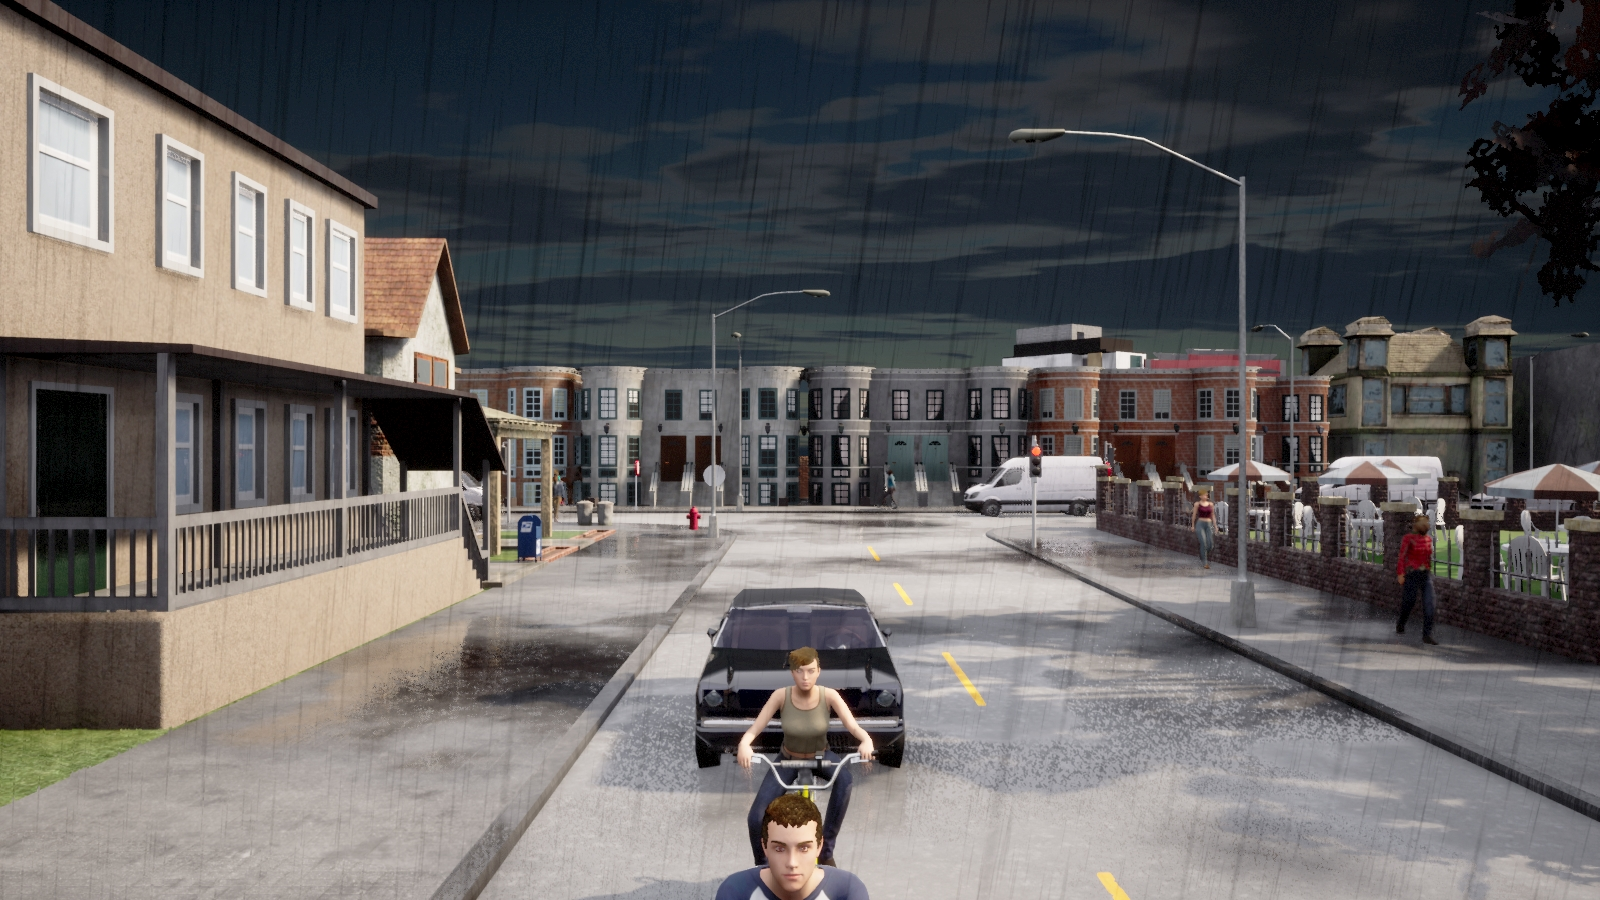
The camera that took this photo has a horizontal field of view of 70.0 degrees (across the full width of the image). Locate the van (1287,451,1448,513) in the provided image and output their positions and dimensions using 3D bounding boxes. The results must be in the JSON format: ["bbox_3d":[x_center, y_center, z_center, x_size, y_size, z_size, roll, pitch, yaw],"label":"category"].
[{"bbox_3d":[24.218,1.335,48.884,5.915,2.561,1.988,0,0,0],"label":"van"}]

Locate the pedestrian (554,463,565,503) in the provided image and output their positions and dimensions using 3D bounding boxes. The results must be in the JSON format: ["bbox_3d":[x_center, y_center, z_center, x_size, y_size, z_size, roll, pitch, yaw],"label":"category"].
[{"bbox_3d":[-11.346,1.547,53.874,0.375,1.860,0.375,0,0,9],"label":"pedestrian"}]

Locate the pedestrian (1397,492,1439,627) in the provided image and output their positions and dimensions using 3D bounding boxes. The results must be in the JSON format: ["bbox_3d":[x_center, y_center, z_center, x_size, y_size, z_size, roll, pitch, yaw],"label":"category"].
[{"bbox_3d":[8.715,1.531,16.122,0.375,1.860,0.375,0,0,-2],"label":"pedestrian"}]

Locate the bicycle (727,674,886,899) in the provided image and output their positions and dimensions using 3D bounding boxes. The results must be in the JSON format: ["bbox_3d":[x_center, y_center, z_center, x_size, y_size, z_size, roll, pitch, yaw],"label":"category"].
[{"bbox_3d":[0.033,2.040,6.906,0.859,1.080,1.487,0,0,0],"label":"bicycle"}]

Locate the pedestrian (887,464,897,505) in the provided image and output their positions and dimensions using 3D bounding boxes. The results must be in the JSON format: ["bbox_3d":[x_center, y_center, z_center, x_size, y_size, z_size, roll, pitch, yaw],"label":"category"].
[{"bbox_3d":[4.174,1.546,51.835,0.375,1.860,0.375,0,0,14],"label":"pedestrian"}]

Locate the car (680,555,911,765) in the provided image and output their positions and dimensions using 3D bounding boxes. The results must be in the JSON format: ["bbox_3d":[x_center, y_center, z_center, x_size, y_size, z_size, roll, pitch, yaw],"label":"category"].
[{"bbox_3d":[-0.038,1.941,11.747,1.895,1.301,4.718,0,0,0],"label":"car"}]

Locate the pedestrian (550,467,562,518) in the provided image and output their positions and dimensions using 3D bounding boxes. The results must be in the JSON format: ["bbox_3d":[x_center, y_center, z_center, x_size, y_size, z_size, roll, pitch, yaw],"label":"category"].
[{"bbox_3d":[-8.916,1.545,41.745,0.375,1.860,0.375,0,0,1],"label":"pedestrian"}]

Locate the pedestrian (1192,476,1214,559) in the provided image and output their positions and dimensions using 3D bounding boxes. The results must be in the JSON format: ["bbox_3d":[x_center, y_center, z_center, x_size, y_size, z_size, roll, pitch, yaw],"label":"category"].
[{"bbox_3d":[9.206,1.536,26.098,0.375,1.860,0.375,0,0,2],"label":"pedestrian"}]

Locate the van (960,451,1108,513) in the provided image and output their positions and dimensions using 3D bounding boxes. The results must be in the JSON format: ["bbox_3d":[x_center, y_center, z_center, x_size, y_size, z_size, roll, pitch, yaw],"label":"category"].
[{"bbox_3d":[9.948,1.335,48.819,5.915,2.561,1.988,0,0,-1],"label":"van"}]

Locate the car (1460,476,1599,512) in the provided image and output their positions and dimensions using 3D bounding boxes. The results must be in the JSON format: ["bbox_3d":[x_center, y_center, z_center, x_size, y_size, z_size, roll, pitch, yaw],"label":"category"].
[{"bbox_3d":[31.329,1.861,48.882,4.892,1.480,2.231,0,0,0],"label":"car"}]

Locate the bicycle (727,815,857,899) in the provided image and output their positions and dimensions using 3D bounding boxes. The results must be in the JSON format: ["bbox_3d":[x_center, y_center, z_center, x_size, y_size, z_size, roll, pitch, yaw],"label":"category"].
[{"bbox_3d":[-0.022,1.938,3.212,0.373,1.296,1.643,0,0,0],"label":"bicycle"}]
